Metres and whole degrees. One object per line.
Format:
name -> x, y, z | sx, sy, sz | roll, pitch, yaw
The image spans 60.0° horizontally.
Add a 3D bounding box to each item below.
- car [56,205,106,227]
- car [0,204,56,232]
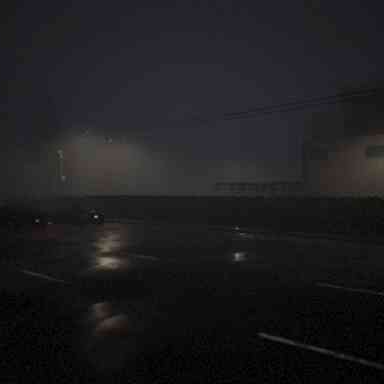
car -> -7.759, 1.551, 22.423 | 4.181, 1.385, 1.994 | 0, 0, 35
car -> -10.750, 1.464, 20.257 | 5.008, 1.535, 1.882 | 0, 0, 35
